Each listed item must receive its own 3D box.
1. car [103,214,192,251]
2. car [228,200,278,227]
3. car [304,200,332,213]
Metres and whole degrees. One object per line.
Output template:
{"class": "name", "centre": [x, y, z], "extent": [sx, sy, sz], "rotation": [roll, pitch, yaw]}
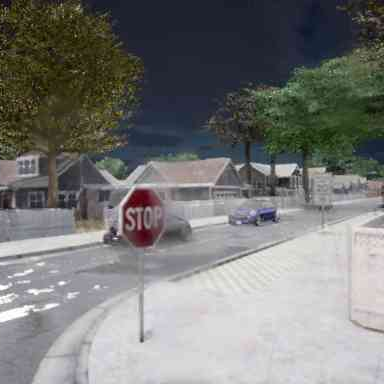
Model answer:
{"class": "car", "centre": [-1.818, 1.626, 14.617], "extent": [1.994, 1.385, 4.181], "rotation": [-1, 0, 36]}
{"class": "car", "centre": [4.316, 1.360, 23.226], "extent": [2.097, 1.767, 4.553], "rotation": [-1, 0, 36]}
{"class": "car", "centre": [13.872, 1.531, 36.591], "extent": [1.895, 1.301, 4.718], "rotation": [-1, 0, 36]}
